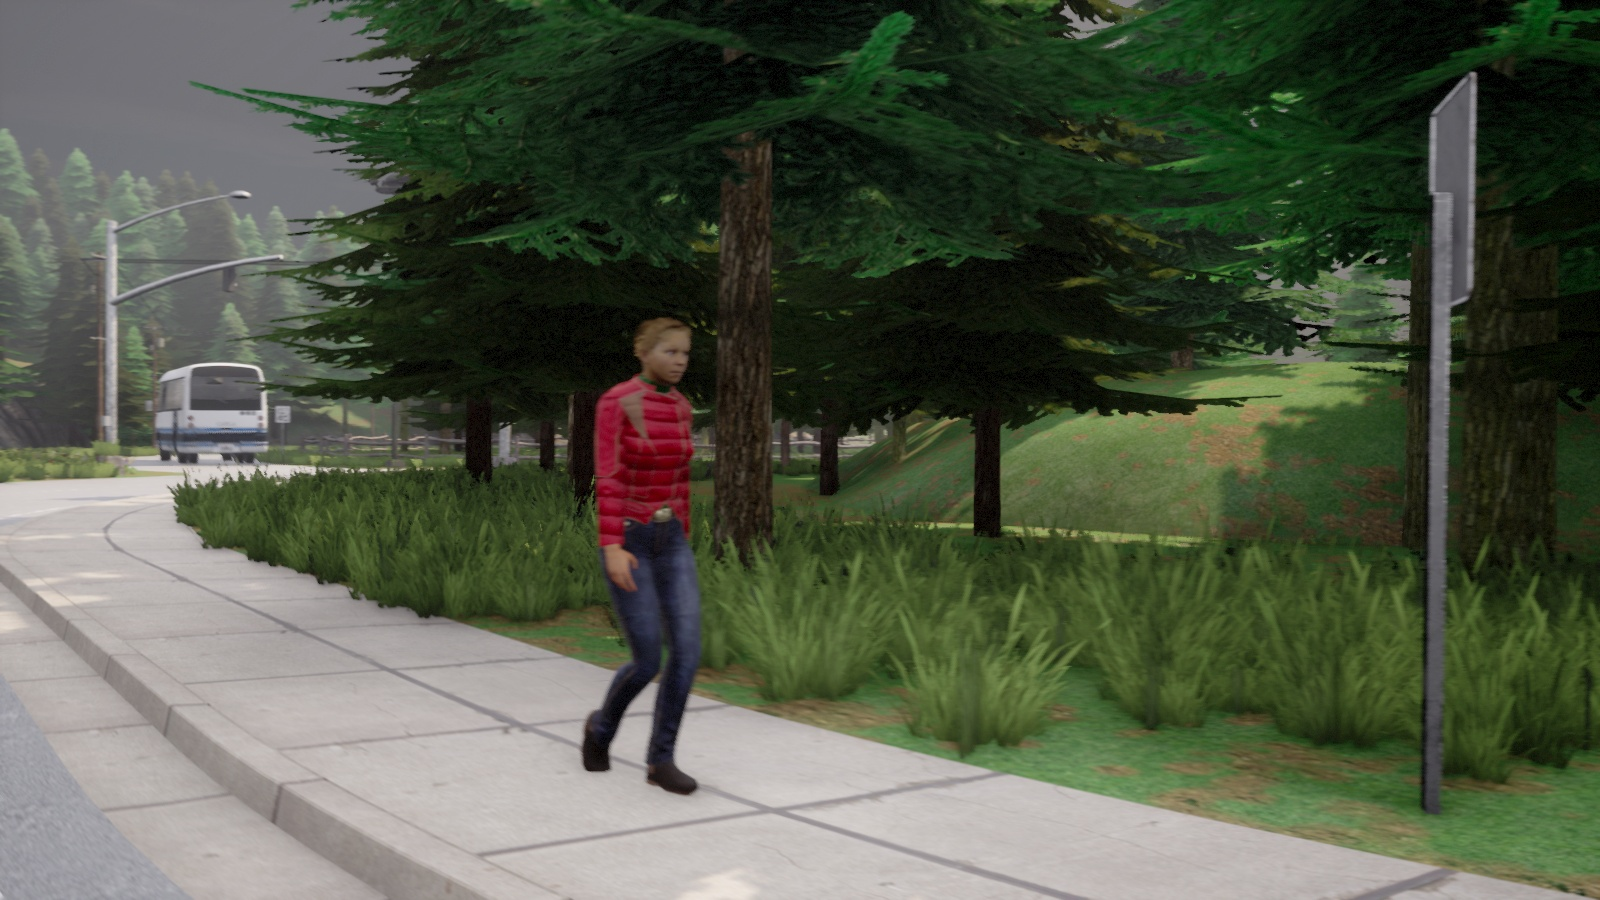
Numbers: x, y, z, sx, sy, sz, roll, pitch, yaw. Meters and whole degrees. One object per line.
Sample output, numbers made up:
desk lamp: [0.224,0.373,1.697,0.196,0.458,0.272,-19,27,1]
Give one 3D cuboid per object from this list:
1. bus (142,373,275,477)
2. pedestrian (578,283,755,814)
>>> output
bus: [-26.832,-1.089,56.577,3.944,4.253,10.273,-2,1,-33]
pedestrian: [-0.509,0.341,4.704,0.331,1.846,0.636,-1,1,-42]
